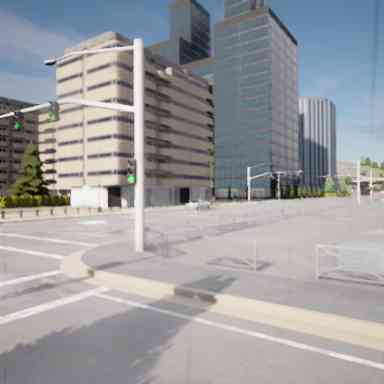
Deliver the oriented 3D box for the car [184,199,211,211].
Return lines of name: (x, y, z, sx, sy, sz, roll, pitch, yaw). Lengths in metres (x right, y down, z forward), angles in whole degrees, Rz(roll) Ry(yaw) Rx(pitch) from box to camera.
car: (0.853, 1.740, 44.961, 1.812, 1.442, 4.674, -1, 0, 34)
